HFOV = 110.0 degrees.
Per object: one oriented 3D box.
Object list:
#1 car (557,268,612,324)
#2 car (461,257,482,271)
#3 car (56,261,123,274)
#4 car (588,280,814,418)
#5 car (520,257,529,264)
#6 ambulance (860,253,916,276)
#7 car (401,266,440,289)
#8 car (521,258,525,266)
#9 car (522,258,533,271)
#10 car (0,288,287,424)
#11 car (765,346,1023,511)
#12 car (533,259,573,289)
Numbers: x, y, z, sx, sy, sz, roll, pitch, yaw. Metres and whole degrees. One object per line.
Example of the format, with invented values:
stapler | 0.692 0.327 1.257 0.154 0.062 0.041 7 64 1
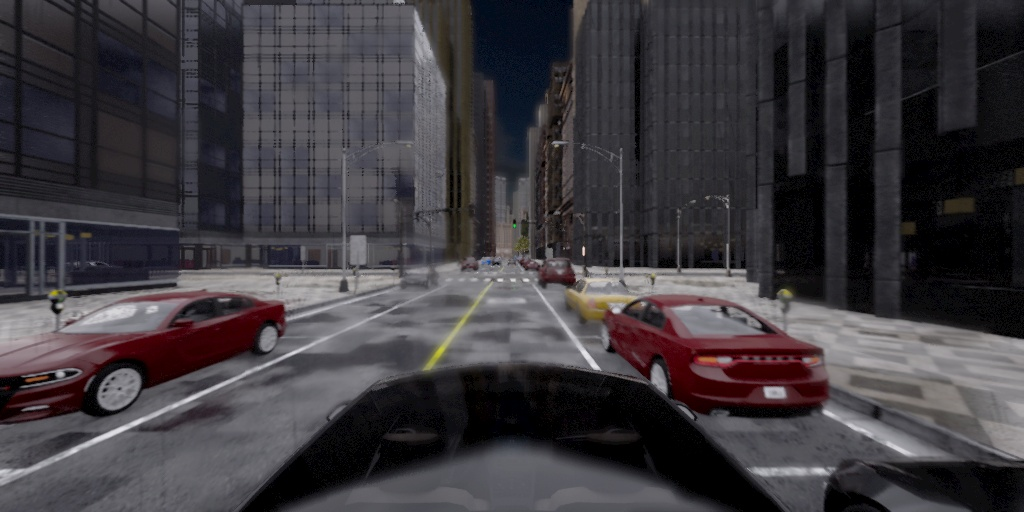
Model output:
car | 2.760 1.278 11.800 1.751 1.417 4.829 0 0 0
car | -5.773 1.086 49.735 2.192 1.841 5.009 0 0 0
car | -40.369 1.195 34.366 5.008 1.535 1.882 0 0 0
car | 2.761 1.296 5.993 1.888 1.381 4.507 0 0 0
car | 2.749 1.325 60.993 1.888 1.381 4.507 0 0 0
ambulance | 39.543 0.868 38.162 6.366 2.431 2.351 0 0 -1
car | -5.768 1.306 22.882 2.007 1.370 4.403 0 0 0
car | 2.751 1.357 55.375 1.802 1.307 4.207 0 0 0
car | 2.752 1.353 49.757 1.802 1.307 4.207 0 0 0
car | -5.764 1.296 5.974 1.888 1.381 4.507 0 0 0
car | 2.762 1.316 0.357 1.948 1.339 4.313 0 0 0
car | 2.757 1.070 22.903 2.192 1.841 5.009 0 0 0
